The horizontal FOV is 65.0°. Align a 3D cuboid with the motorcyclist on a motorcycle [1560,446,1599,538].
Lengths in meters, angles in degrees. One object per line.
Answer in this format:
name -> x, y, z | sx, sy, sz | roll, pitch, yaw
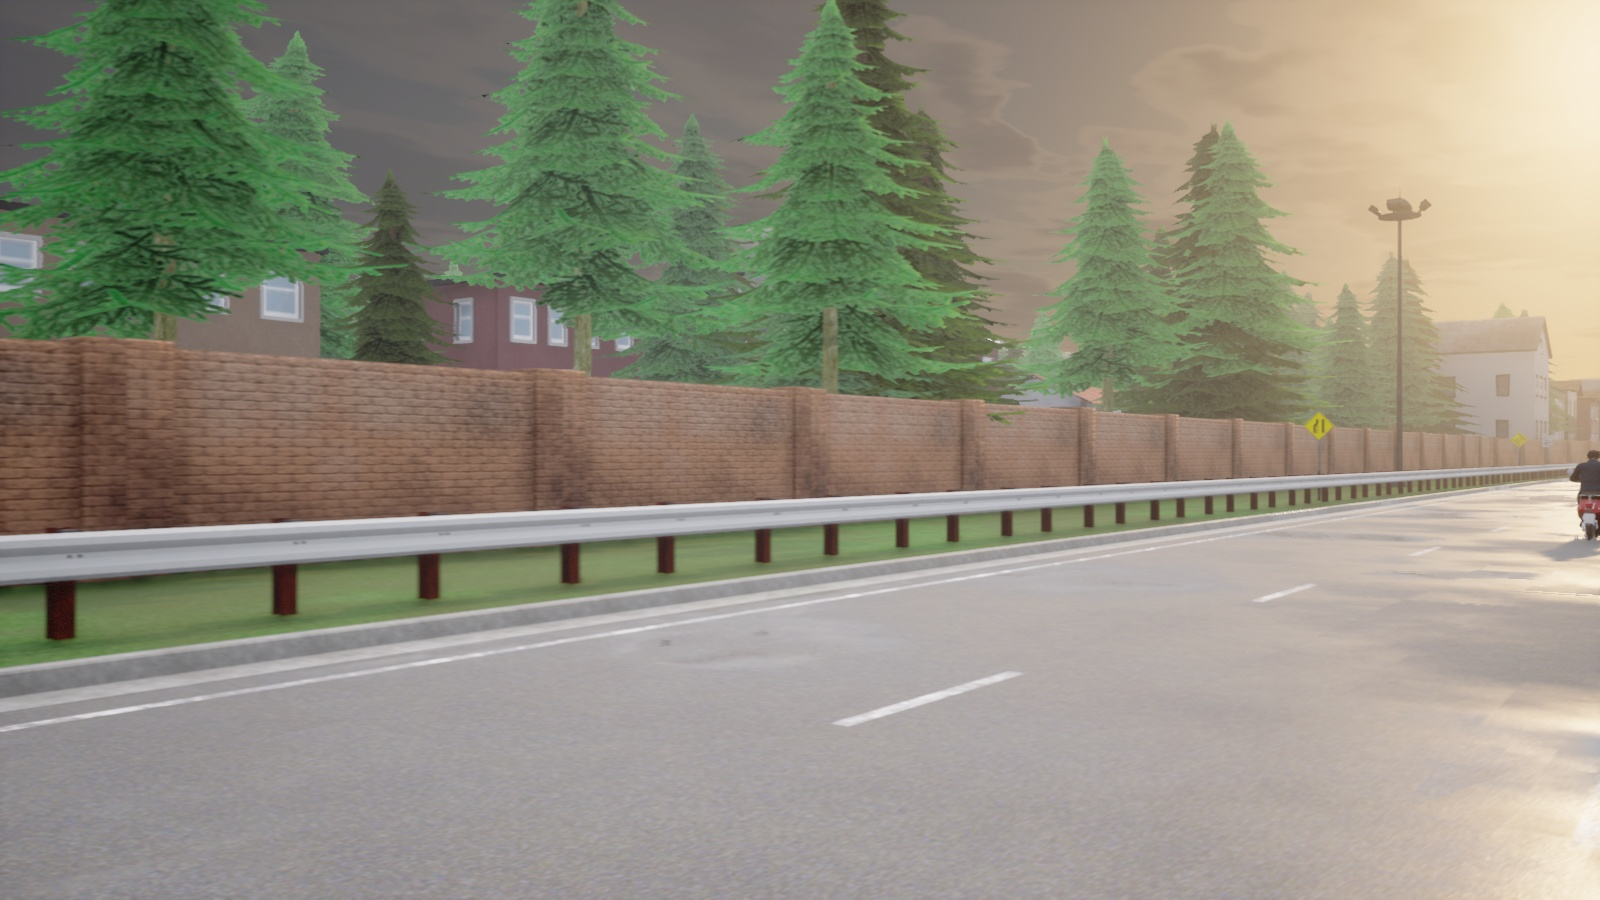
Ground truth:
motorcyclist on a motorcycle -> 14.259, 0.728, 22.556 | 0.866, 1.590, 1.817 | 0, 0, 37
